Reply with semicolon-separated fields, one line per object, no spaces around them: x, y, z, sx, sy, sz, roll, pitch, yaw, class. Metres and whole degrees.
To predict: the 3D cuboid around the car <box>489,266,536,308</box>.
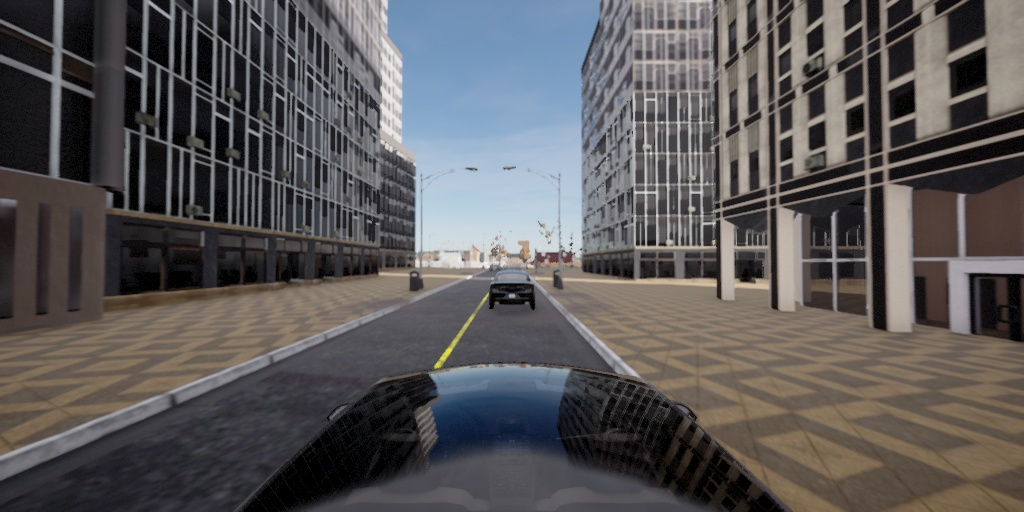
0.020;1.383;16.106;1.882;1.535;5.008;0;0;0;car

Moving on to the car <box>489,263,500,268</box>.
-2.825;1.909;60.387;2.128;1.511;4.902;0;-1;0;car
